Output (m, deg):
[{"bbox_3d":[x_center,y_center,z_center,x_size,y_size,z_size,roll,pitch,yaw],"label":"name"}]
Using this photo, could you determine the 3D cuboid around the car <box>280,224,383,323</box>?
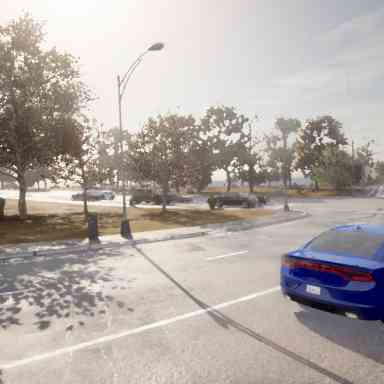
[{"bbox_3d":[3.919,1.424,7.047,5.008,1.535,1.882,-1,1,-39],"label":"car"}]

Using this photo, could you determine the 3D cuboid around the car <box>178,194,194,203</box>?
[{"bbox_3d":[-2.095,0.775,43.972,4.718,1.301,1.895,1,3,33],"label":"car"}]

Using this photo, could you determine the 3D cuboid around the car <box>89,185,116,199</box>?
[{"bbox_3d":[-14.417,0.050,52.088,5.566,2.045,2.150,4,5,33],"label":"car"}]

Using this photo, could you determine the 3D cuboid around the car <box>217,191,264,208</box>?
[{"bbox_3d":[4.795,0.711,35.223,4.553,1.767,2.097,0,2,33],"label":"car"}]

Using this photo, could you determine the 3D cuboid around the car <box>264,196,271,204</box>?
[{"bbox_3d":[6.569,0.799,38.265,4.718,1.301,1.895,0,2,33],"label":"car"}]

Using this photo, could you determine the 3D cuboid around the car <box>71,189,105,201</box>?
[{"bbox_3d":[-15.514,0.632,48.641,4.718,1.301,1.895,2,4,34],"label":"car"}]

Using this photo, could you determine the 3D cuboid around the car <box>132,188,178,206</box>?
[{"bbox_3d":[-4.965,0.543,41.656,5.566,2.045,2.150,1,3,33],"label":"car"}]
